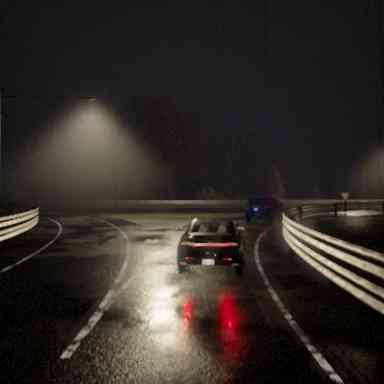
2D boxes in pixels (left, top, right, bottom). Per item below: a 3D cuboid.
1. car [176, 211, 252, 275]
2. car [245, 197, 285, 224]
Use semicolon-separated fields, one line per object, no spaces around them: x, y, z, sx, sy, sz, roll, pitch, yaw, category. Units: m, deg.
0.693;1.568;10.832;2.128;1.511;4.902;0;0;7;car
6.043;1.408;27.243;2.150;2.045;5.566;0;-1;28;car
